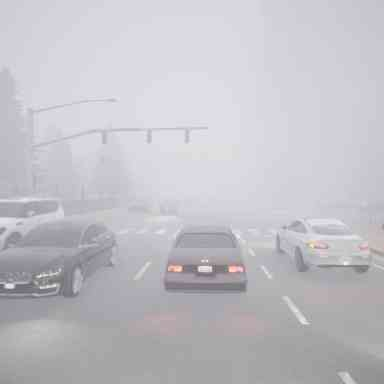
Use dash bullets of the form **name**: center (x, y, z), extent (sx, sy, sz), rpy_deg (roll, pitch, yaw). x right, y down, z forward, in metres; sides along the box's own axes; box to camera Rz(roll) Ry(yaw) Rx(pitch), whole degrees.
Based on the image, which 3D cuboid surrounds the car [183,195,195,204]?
- **car**: center (-1.038, 1.477, 61.602), extent (1.882, 1.535, 5.008), rpy_deg (0, 0, 3)

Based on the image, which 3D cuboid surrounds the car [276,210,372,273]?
- **car**: center (3.963, 1.526, 10.614), extent (1.812, 1.442, 4.674), rpy_deg (0, 0, 3)

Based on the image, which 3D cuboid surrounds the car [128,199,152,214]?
- **car**: center (-5.625, 1.481, 36.406), extent (1.882, 1.535, 5.008), rpy_deg (0, 0, 2)

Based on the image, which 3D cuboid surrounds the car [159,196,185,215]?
- **car**: center (-2.223, 1.506, 33.941), extent (2.128, 1.511, 4.902), rpy_deg (0, 0, 2)

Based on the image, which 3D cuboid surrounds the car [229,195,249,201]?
- **car**: center (11.994, 1.525, 88.171), extent (4.902, 1.511, 2.128), rpy_deg (0, 0, -44)

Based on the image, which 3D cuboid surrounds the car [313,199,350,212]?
- **car**: center (16.997, 1.547, 39.615), extent (4.902, 1.511, 2.128), rpy_deg (0, 0, 3)

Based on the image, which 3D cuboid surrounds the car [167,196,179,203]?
- **car**: center (-4.016, 1.552, 70.369), extent (1.994, 1.385, 4.181), rpy_deg (0, 0, 5)

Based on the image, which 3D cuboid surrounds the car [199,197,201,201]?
- **car**: center (0.537, 1.595, 84.676), extent (1.895, 1.301, 4.718), rpy_deg (0, 0, 28)

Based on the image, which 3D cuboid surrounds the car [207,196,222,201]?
- **car**: center (5.812, 1.595, 86.427), extent (1.895, 1.301, 4.718), rpy_deg (0, 0, 37)

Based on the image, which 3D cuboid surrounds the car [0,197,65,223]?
- **car**: center (-6.638, 1.221, 12.402), extent (2.150, 2.045, 5.566), rpy_deg (0, 0, 2)

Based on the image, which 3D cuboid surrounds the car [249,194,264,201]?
- **car**: center (17.008, 1.540, 87.807), extent (5.357, 1.411, 2.033), rpy_deg (0, 0, -35)

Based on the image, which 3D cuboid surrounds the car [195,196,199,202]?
- **car**: center (-0.200, 1.500, 72.449), extent (1.837, 1.490, 4.892), rpy_deg (0, 0, 10)

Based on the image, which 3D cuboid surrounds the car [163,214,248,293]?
- **car**: center (0.380, 1.547, 8.988), extent (2.033, 1.411, 5.357), rpy_deg (0, 0, 3)

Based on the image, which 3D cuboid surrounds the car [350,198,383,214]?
- **car**: center (20.162, 1.407, 35.994), extent (4.553, 1.767, 2.097), rpy_deg (0, 0, 2)

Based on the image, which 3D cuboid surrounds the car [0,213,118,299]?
- **car**: center (-3.295, 1.505, 8.626), extent (1.837, 1.490, 4.892), rpy_deg (0, 0, 2)

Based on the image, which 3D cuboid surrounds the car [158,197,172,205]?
- **car**: center (-4.664, 1.601, 58.830), extent (1.895, 1.301, 4.718), rpy_deg (0, 0, 3)
